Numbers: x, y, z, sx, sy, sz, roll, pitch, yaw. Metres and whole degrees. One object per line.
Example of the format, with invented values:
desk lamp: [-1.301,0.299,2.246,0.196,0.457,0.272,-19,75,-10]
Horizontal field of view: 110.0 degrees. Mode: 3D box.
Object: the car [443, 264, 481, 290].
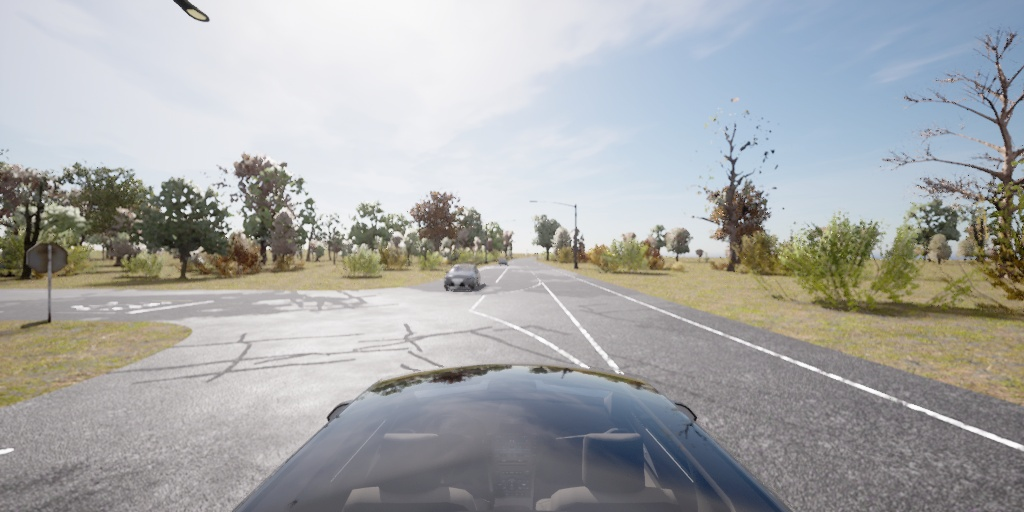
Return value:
car: [-3.059,1.284,22.802,2.128,1.511,4.902,0,0,1]
